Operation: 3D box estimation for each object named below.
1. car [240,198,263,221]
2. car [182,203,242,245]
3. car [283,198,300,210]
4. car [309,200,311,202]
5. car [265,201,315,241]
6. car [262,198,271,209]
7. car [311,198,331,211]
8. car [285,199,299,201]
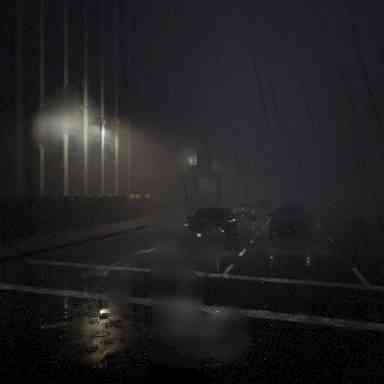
[{"bbox_3d":[4.514,1.522,27.401,1.812,1.442,4.674,0,0,17],"label":"car"},{"bbox_3d":[0.988,1.503,15.801,1.837,1.490,4.892,0,0,17],"label":"car"},{"bbox_3d":[12.860,1.557,42.724,1.994,1.385,4.181,0,0,17],"label":"car"},{"bbox_3d":[19.154,1.590,51.294,1.895,1.301,4.718,0,0,17],"label":"car"},{"bbox_3d":[5.053,1.474,17.144,1.882,1.535,5.008,0,0,17],"label":"car"},{"bbox_3d":[9.078,1.470,42.355,1.882,1.535,5.008,0,0,17],"label":"car"},{"bbox_3d":[16.244,1.517,41.508,1.812,1.442,4.674,0,0,18],"label":"car"},{"bbox_3d":[8.622,1.542,28.927,2.033,1.411,5.357,0,0,17],"label":"car"}]
